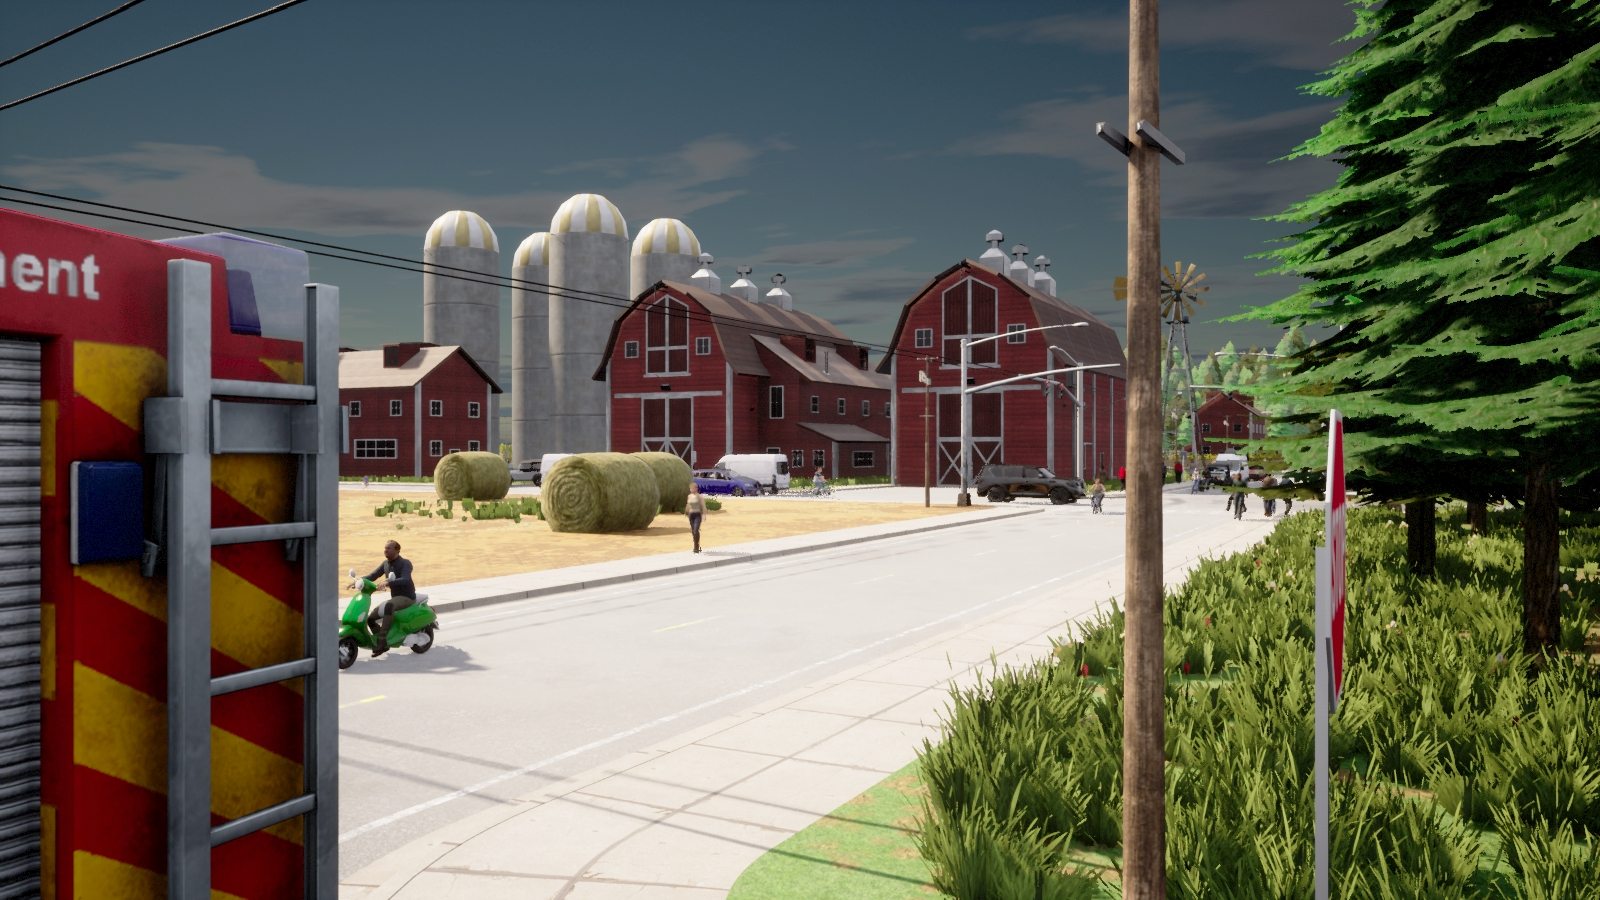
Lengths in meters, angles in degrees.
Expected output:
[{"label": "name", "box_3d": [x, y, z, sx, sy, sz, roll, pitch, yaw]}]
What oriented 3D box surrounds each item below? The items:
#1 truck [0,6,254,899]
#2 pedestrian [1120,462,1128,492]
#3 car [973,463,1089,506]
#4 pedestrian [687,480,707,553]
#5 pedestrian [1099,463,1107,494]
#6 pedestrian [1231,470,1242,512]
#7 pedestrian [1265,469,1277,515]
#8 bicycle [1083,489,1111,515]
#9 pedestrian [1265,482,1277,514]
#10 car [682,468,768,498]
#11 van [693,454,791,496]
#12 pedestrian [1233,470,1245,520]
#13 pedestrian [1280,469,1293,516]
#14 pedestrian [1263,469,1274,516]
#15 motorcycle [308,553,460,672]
[{"label": "truck", "box_3d": [-6.097, 0.866, 3.625, 8.468, 3.827, 2.891, 0, 0, 22]}, {"label": "pedestrian", "box_3d": [20.552, 1.696, 72.532, 0.375, 1.860, 0.375, 0, 0, 43]}, {"label": "car", "box_3d": [12.006, 1.756, 59.439, 5.566, 2.045, 2.150, 0, 0, 27]}, {"label": "pedestrian", "box_3d": [-2.639, 1.694, 29.294, 0.375, 1.860, 0.375, 0, 0, 25]}, {"label": "pedestrian", "box_3d": [18.055, 1.696, 68.097, 0.375, 1.860, 0.375, 0, 0, 37]}, {"label": "pedestrian", "box_3d": [19.686, 1.841, 51.504, 0.375, 1.860, 0.375, 0, 0, 33]}, {"label": "pedestrian", "box_3d": [19.090, 1.694, 46.309, 0.375, 1.860, 0.375, 0, 0, 31]}, {"label": "bicycle", "box_3d": [13.023, 2.256, 50.027, 0.859, 1.080, 1.487, -1, 0, 27]}, {"label": "pedestrian", "box_3d": [19.420, 1.976, 47.120, 0.375, 1.300, 0.375, 0, 0, 32]}, {"label": "car", "box_3d": [-4.438, 1.940, 67.920, 4.611, 1.667, 2.242, 0, 0, 27]}, {"label": "van", "box_3d": [-3.633, 1.509, 71.456, 5.915, 2.561, 1.988, 0, 0, 27]}, {"label": "pedestrian", "box_3d": [16.521, 1.696, 43.008, 0.375, 1.860, 0.375, 0, 0, 28]}, {"label": "pedestrian", "box_3d": [19.337, 1.694, 45.390, 0.375, 1.860, 0.375, 0, 0, 42]}, {"label": "pedestrian", "box_3d": [18.612, 1.695, 45.422, 0.375, 1.860, 0.375, 0, 0, 29]}, {"label": "motorcycle", "box_3d": [-5.561, 2.142, 15.387, 0.856, 1.316, 1.805, 0, 0, 28]}]
